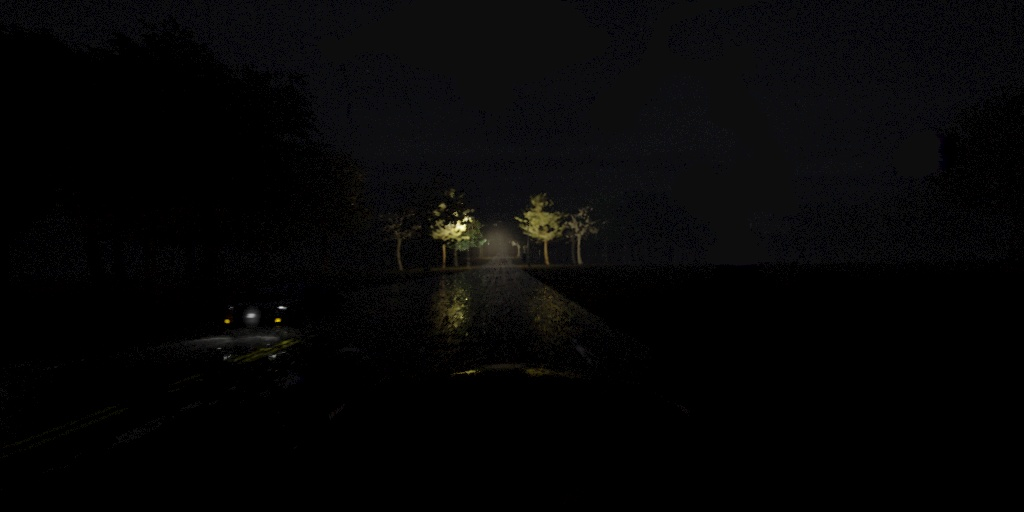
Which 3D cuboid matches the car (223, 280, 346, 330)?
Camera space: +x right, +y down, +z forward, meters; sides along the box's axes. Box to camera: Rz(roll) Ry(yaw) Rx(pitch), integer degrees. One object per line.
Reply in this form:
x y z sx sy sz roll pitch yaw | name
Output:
-7.348 1.530 12.074 1.994 1.385 4.181 -1 -1 -1 | car
